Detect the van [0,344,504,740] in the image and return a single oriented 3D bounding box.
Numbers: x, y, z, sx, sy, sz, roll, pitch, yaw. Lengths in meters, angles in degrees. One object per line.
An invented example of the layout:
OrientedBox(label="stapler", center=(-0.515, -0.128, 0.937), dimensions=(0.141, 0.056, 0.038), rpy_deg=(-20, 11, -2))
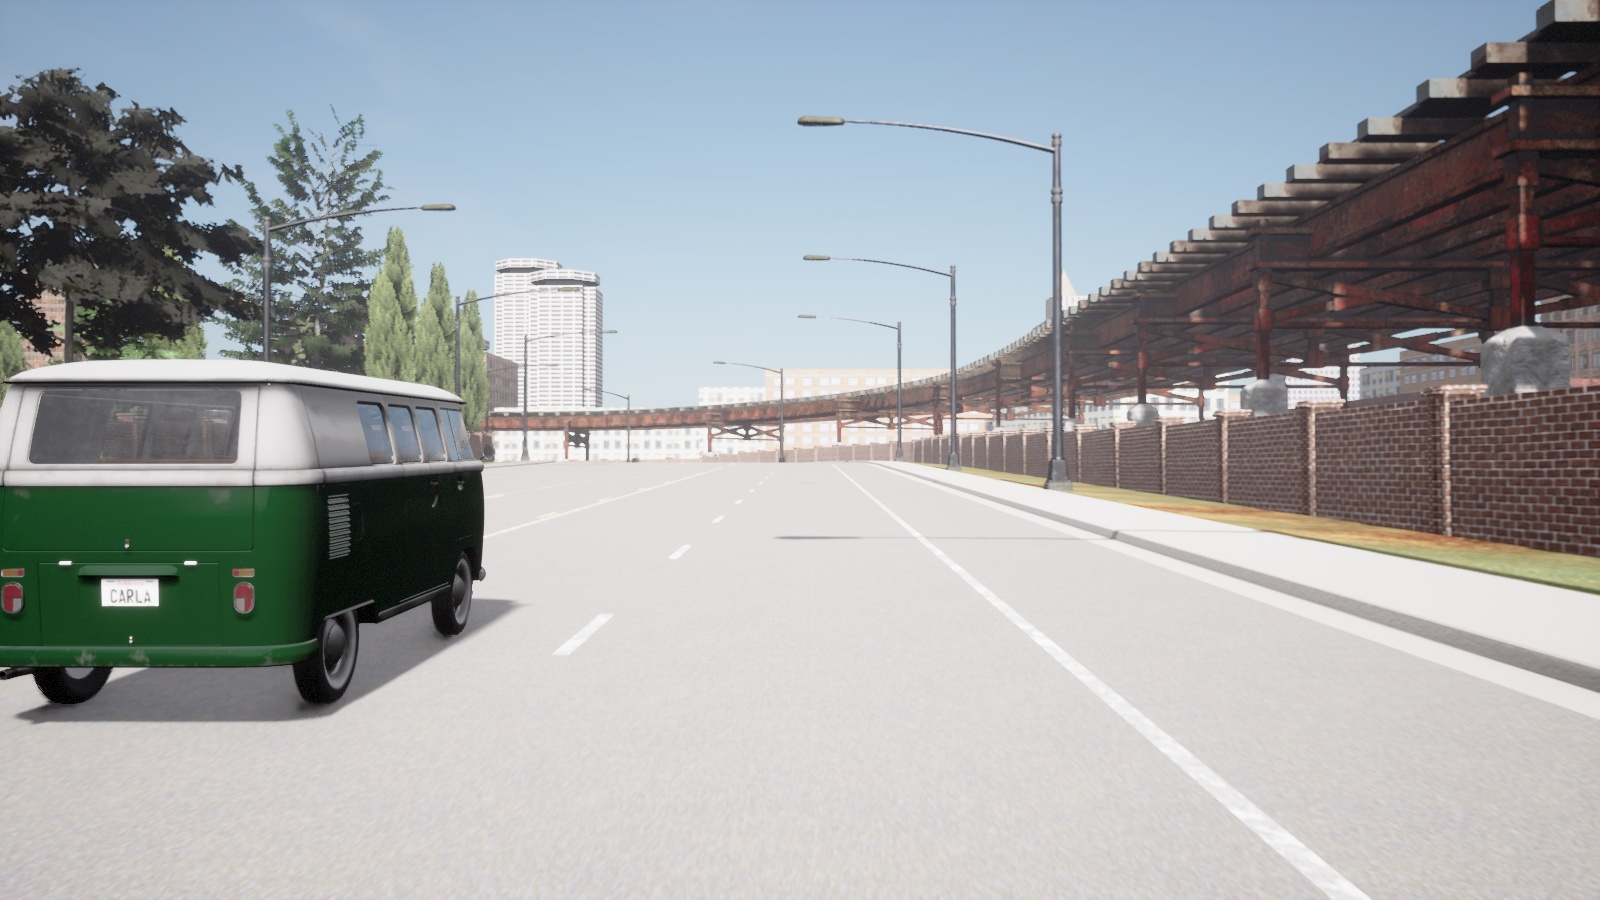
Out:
OrientedBox(label="van", center=(-3.434, 0.451, 8.529), dimensions=(1.775, 1.987, 4.442), rpy_deg=(0, 0, 0))
